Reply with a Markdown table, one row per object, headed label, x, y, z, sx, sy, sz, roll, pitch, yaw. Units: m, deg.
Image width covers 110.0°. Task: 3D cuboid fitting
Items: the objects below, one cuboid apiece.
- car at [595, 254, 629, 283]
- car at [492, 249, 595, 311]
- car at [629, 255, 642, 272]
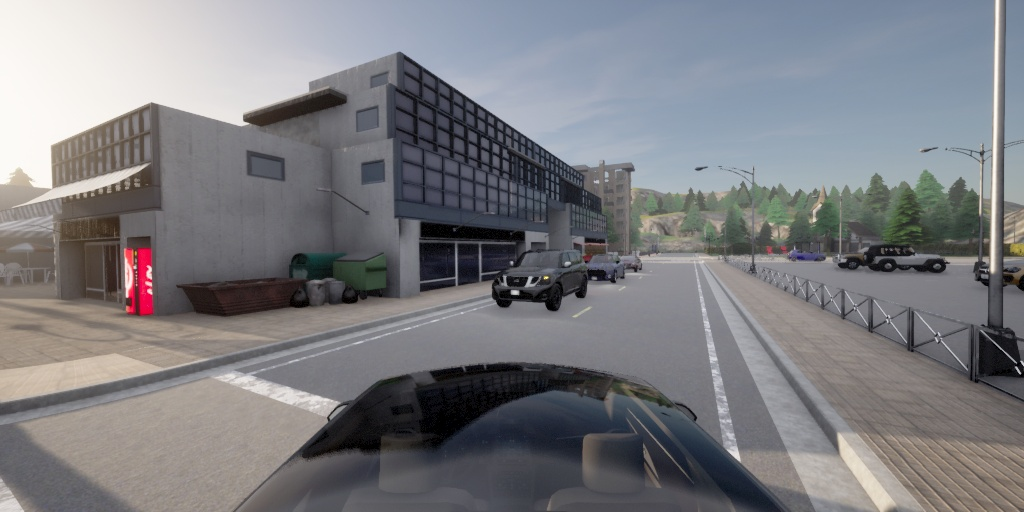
| label | x | y | z | sx | sy | sz | roll | pitch | yaw |
| --- | --- | --- | --- | --- | --- | --- | --- | --- | --- |
| car | 5.746 | 0.659 | 22.594 | 2.097 | 1.767 | 4.553 | 0 | 1 | 27 |
| car | 1.331 | 0.747 | 13.804 | 2.150 | 2.045 | 5.566 | 0 | 1 | 27 |
| car | 10.344 | 0.606 | 31.736 | 1.812 | 1.442 | 4.674 | 0 | 1 | 27 |
